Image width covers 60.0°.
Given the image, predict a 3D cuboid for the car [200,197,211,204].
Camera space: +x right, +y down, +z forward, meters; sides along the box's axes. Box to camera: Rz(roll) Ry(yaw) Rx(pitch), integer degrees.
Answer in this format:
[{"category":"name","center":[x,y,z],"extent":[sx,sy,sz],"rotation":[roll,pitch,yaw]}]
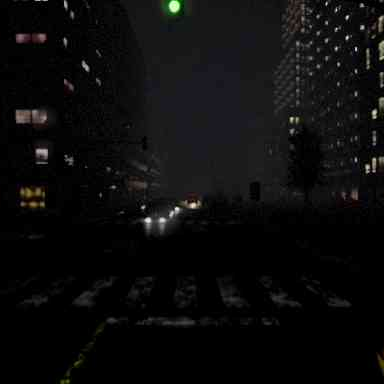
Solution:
[{"category":"car","center":[2.675,1.649,66.790],"extent":[1.887,1.381,4.507],"rotation":[0,0,0]}]

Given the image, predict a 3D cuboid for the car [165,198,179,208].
[{"category":"car","center":[-3.087,1.671,52.011],"extent":[1.895,1.301,4.718],"rotation":[0,0,0]}]

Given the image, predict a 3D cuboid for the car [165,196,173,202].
[{"category":"car","center":[-5.708,1.672,83.199],"extent":[1.752,1.417,4.829],"rotation":[0,0,0]}]

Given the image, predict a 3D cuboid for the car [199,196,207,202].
[{"category":"car","center":[2.672,1.673,83.540],"extent":[1.752,1.417,4.829],"rotation":[0,0,0]}]

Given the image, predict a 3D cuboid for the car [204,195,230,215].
[{"category":"car","center":[2.679,1.351,33.631],"extent":[2.192,1.841,5.009],"rotation":[0,0,0]}]

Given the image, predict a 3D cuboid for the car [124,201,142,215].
[{"category":"car","center":[-5.699,1.587,33.629],"extent":[2.008,1.369,4.403],"rotation":[0,0,0]}]

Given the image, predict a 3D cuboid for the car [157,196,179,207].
[{"category":"car","center":[-3.102,1.614,42.000],"extent":[1.994,1.385,4.181],"rotation":[0,0,0]}]

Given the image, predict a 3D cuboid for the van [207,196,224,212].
[{"category":"van","center":[2.678,1.386,39.156],"extent":[1.690,1.788,3.998],"rotation":[0,0,0]}]

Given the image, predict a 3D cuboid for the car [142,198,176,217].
[{"category":"car","center":[-3.074,1.582,32.030],"extent":[2.033,1.411,5.357],"rotation":[0,0,3]}]

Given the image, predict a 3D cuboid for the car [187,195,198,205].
[{"category":"car","center":[0.092,1.600,62.717],"extent":[1.837,1.490,4.892],"rotation":[0,0,0]}]

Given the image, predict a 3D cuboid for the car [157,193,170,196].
[{"category":"car","center":[-5.705,1.532,61.262],"extent":[1.967,1.590,4.097],"rotation":[0,0,0]}]

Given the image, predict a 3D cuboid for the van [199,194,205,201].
[{"category":"van","center":[2.670,1.504,88.896],"extent":[1.690,1.788,3.998],"rotation":[0,0,0]}]

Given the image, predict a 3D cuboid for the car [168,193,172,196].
[{"category":"car","center":[-5.707,1.558,72.315],"extent":[1.967,1.590,4.097],"rotation":[0,0,0]}]

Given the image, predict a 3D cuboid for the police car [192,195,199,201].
[{"category":"police car","center":[0.886,1.597,92.004],"extent":[1.930,1.638,5.238],"rotation":[0,0,0]}]

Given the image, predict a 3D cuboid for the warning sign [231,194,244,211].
[{"category":"warning sign","center":[5.065,1.156,36.888],"extent":[1.300,1.860,1.060],"rotation":[0,0,0]}]

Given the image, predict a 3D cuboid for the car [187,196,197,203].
[{"category":"car","center":[-0.013,1.644,72.875],"extent":[2.128,1.511,4.902],"rotation":[0,0,0]}]

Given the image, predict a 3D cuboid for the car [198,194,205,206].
[{"category":"car","center":[2.675,1.394,55.736],"extent":[2.192,1.841,5.009],"rotation":[0,0,0]}]

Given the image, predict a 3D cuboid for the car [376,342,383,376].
[{"category":"car","center":[2.685,1.527,1.387],"extent":[1.752,1.417,4.829],"rotation":[0,0,0]}]

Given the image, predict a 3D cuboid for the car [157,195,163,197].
[{"category":"car","center":[-5.703,1.617,50.208],"extent":[2.008,1.369,4.403],"rotation":[0,0,0]}]

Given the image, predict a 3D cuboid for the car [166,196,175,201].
[{"category":"car","center":[-5.709,1.708,88.894],"extent":[1.887,1.381,4.507],"rotation":[0,0,0]}]
